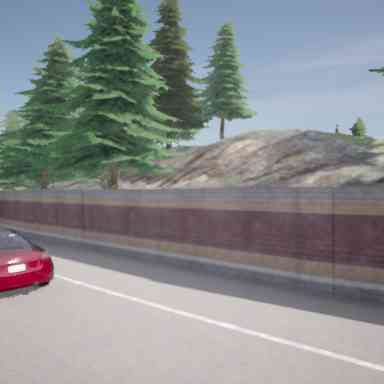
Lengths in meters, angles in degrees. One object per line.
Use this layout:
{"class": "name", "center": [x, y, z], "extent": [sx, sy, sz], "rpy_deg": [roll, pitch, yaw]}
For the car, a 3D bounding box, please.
{"class": "car", "center": [-5.243, 1.581, 8.284], "extent": [4.181, 1.385, 1.994], "rpy_deg": [0, 0, 39]}
